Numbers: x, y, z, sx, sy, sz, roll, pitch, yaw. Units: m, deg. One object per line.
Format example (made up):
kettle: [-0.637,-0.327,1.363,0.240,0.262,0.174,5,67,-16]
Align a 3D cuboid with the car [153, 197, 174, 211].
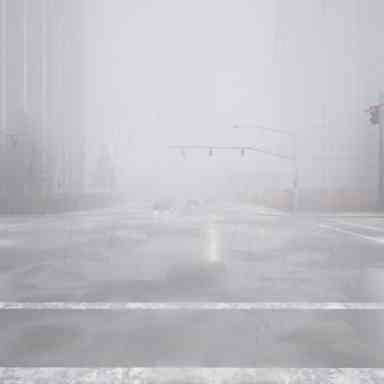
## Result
car: [-3.577,1.564,40.754,1.994,1.385,4.181,0,0,0]

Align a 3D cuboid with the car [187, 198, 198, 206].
car: [0.131,1.600,56.509,1.895,1.301,4.718,0,0,0]

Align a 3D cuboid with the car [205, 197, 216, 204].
car: [3.535,1.601,64.979,1.895,1.301,4.718,0,0,0]
